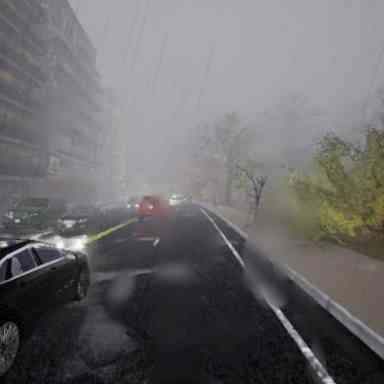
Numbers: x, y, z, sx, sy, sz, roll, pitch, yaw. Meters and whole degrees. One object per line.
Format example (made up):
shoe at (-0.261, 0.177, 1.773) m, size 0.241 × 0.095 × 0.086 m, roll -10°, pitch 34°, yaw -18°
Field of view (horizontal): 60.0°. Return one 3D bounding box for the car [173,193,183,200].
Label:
car at (-3.497, 1.670, 93.052) m, size 1.895 × 1.301 × 4.718 m, roll 0°, pitch 0°, yaw -6°

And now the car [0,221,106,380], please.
car at (-3.159, 1.506, 5.434) m, size 2.128 × 1.511 × 4.902 m, roll 0°, pitch 0°, yaw 0°

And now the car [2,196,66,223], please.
car at (-9.855, 1.279, 21.526) m, size 2.150 × 2.045 × 5.566 m, roll 0°, pitch 0°, yaw 0°

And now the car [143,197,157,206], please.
car at (-7.579, 1.654, 60.799) m, size 2.128 × 1.511 × 4.902 m, roll 0°, pitch 0°, yaw -2°

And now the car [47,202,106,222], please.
car at (-6.607, 1.545, 20.312) m, size 2.128 × 1.511 × 4.902 m, roll 0°, pitch 0°, yaw 0°

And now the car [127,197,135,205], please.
car at (-10.904, 1.669, 62.324) m, size 1.837 × 1.490 × 4.892 m, roll 0°, pitch 0°, yaw -3°

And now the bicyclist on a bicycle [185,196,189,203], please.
bicyclist on a bicycle at (-1.063, 1.624, 75.179) m, size 0.866 × 1.612 × 1.509 m, roll 0°, pitch 0°, yaw -4°

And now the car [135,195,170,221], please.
car at (-3.187, 1.298, 28.578) m, size 2.150 × 2.045 × 5.566 m, roll 0°, pitch 0°, yaw 0°

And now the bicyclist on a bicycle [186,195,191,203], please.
bicyclist on a bicycle at (-0.439, 1.539, 66.124) m, size 0.659 × 1.776 × 1.843 m, roll 0°, pitch 0°, yaw -4°
